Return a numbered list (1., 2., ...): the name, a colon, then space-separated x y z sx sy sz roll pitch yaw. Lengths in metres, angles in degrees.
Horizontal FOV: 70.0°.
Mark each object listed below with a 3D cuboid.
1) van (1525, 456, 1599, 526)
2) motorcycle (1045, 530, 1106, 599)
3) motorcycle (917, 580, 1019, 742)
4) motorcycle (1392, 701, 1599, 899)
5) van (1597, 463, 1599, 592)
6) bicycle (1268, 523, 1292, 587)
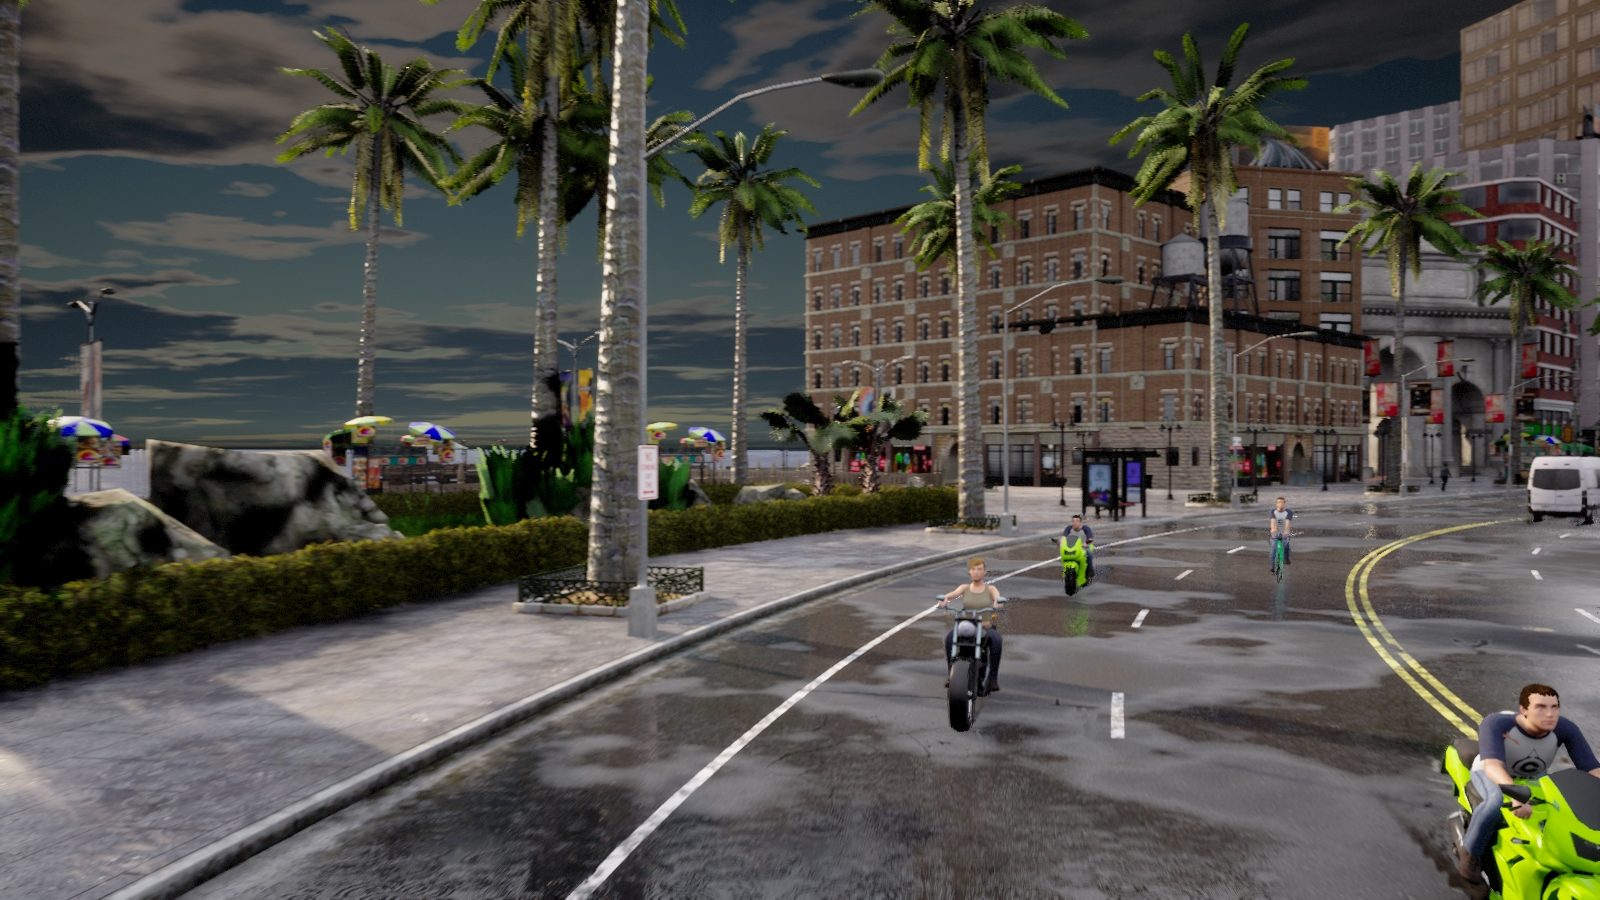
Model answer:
1. van: 30.836 1.550 45.468 5.915 2.561 1.988 0 0 -44
2. motorcycle: 5.448 2.216 22.511 0.803 1.145 2.033 0 0 24
3. motorcycle: 1.847 2.171 12.245 0.764 1.277 2.356 0 0 16
4. motorcycle: 4.061 2.215 6.373 0.803 1.145 2.033 0 0 11
5. van: 15.688 1.542 19.794 1.988 2.561 5.915 0 0 24
6. bicycle: 10.234 2.211 24.359 0.373 1.196 1.643 0 0 26
